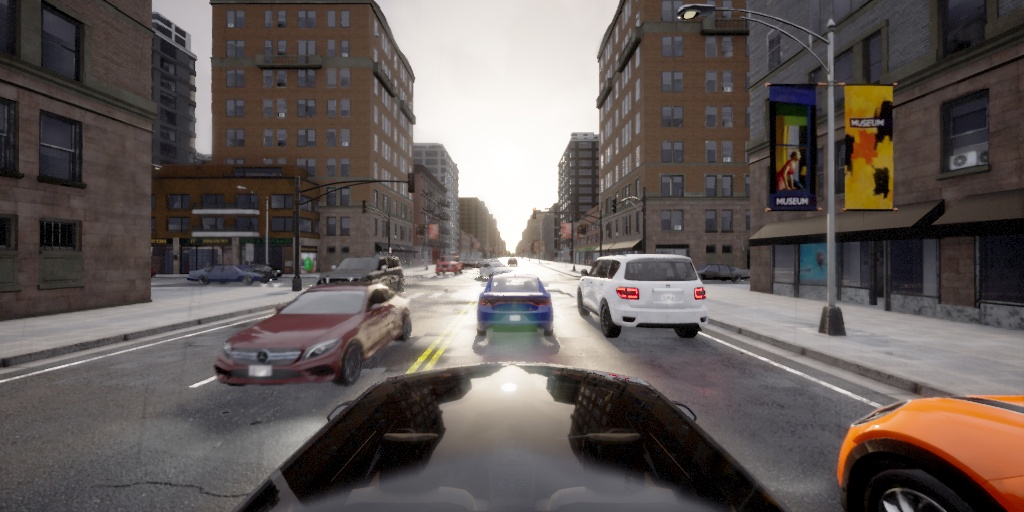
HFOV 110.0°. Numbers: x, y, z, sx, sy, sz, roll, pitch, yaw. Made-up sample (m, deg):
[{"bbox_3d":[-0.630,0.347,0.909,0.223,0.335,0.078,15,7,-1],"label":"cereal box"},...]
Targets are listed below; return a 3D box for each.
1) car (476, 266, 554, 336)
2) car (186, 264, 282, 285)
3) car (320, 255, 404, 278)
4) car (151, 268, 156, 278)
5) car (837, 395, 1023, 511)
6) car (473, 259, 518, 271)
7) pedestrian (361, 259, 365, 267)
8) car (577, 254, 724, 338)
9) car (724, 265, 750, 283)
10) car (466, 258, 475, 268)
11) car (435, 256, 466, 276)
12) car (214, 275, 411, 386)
[{"bbox_3d":[0.086,1.230,10.462,1.882,1.535,5.008,0,0,0],"label":"car"},{"bbox_3d":[-19.635,1.296,25.257,5.357,1.411,2.033,0,0,0],"label":"car"},{"bbox_3d":[-6.592,0.977,16.293,2.150,2.045,5.566,0,0,0],"label":"car"},{"bbox_3d":[-33.131,1.350,30.819,4.207,1.307,1.802,0,0,0],"label":"car"},{"bbox_3d":[3.344,1.102,0.612,2.097,1.767,4.553,0,0,0],"label":"car"},{"bbox_3d":[-1.488,1.287,31.471,1.812,1.442,4.674,-1,0,-27],"label":"car"},{"bbox_3d":[-14.125,0.927,33.588,0.375,1.860,0.375,0,0,0],"label":"pedestrian"},{"bbox_3d":[3.337,0.974,10.322,2.150,2.045,5.566,0,0,0],"label":"car"},{"bbox_3d":[15.855,1.343,28.354,5.357,1.411,2.033,0,0,0],"label":"car"},{"bbox_3d":[-6.561,1.108,55.855,2.097,1.767,4.553,0,0,0],"label":"car"},{"bbox_3d":[-6.583,0.979,37.970,2.150,2.045,5.566,0,0,0],"label":"car"},{"bbox_3d":[-3.348,1.277,7.105,1.812,1.442,4.674,0,0,0],"label":"car"}]
